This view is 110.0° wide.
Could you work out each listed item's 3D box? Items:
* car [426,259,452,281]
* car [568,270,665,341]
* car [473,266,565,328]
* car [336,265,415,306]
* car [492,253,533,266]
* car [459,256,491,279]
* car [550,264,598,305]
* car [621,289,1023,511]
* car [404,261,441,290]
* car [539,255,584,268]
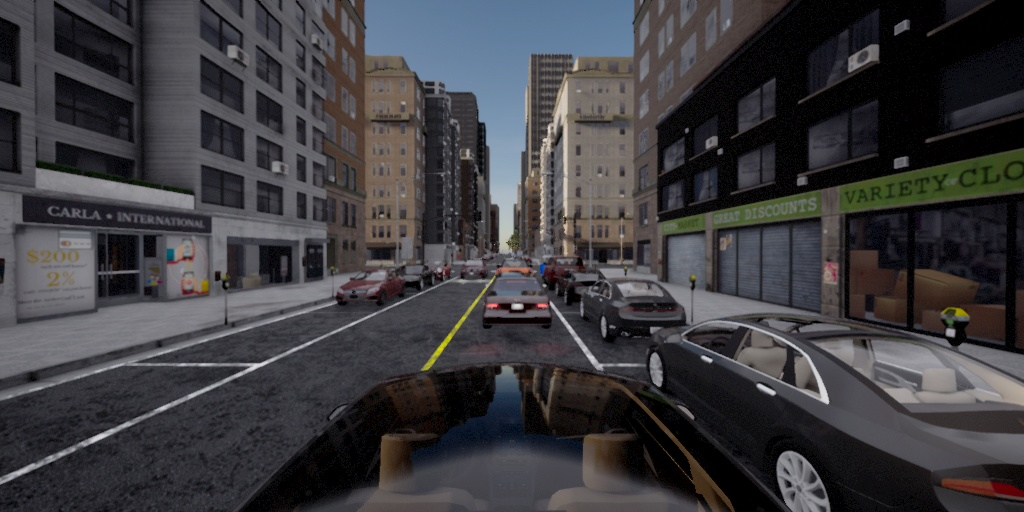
[{"bbox_3d":[-5.596,0.931,25.910,1.967,1.591,4.097,0,0,0],"label":"car"},{"bbox_3d":[2.879,1.219,9.319,2.007,1.370,4.403,0,0,0],"label":"car"},{"bbox_3d":[0.126,1.199,10.879,2.033,1.411,5.357,0,1,0],"label":"car"},{"bbox_3d":[-5.630,1.191,14.861,1.802,1.307,4.207,0,0,0],"label":"car"},{"bbox_3d":[0.157,0.897,20.855,2.097,1.767,4.553,0,1,0],"label":"car"},{"bbox_3d":[-2.930,0.990,28.445,1.812,1.442,4.674,0,0,0],"label":"car"},{"bbox_3d":[2.896,1.175,14.843,1.948,1.339,4.313,0,0,0],"label":"car"},{"bbox_3d":[2.863,1.278,3.796,2.007,1.370,4.403,0,0,0],"label":"car"},{"bbox_3d":[-5.613,1.116,20.386,1.948,1.339,4.313,0,0,0],"label":"car"},{"bbox_3d":[2.913,0.865,20.366,2.192,1.841,5.009,0,0,0],"label":"car"}]
